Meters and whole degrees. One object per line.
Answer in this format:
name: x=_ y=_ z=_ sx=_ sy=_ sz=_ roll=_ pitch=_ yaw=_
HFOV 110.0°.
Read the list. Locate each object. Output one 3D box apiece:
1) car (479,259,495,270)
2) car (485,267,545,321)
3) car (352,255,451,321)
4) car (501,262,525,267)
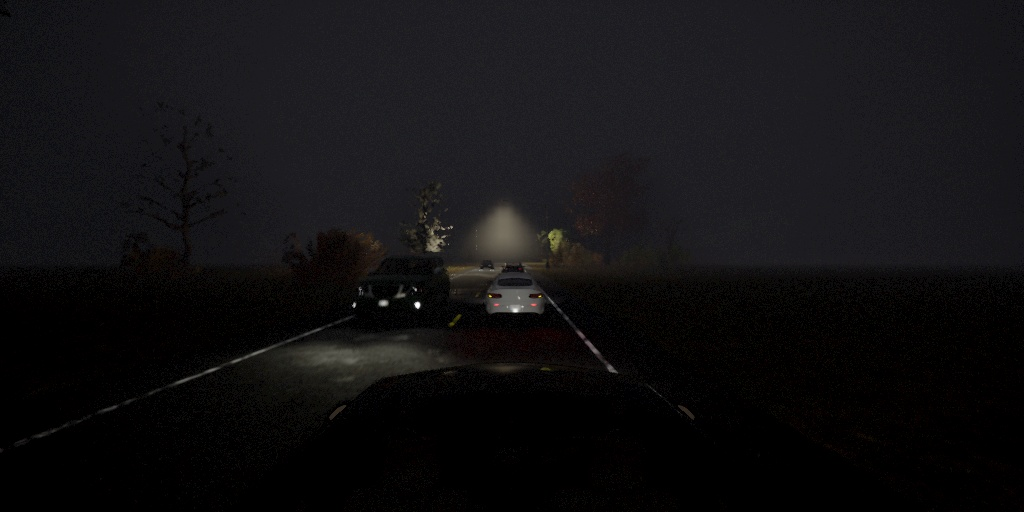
car: x=-3.593 y=1.237 z=51.986 sx=1.837 sy=1.490 sz=4.892 roll=0 pitch=0 yaw=0
car: x=0.095 y=1.274 z=12.345 sx=1.812 sy=1.442 sz=4.674 roll=0 pitch=0 yaw=0
car: x=-3.603 y=0.971 z=12.821 sx=2.150 sy=2.045 sz=5.566 roll=0 pitch=0 yaw=0
car: x=0.089 y=1.236 z=30.290 sx=2.128 sy=1.511 sz=4.902 roll=0 pitch=0 yaw=0
